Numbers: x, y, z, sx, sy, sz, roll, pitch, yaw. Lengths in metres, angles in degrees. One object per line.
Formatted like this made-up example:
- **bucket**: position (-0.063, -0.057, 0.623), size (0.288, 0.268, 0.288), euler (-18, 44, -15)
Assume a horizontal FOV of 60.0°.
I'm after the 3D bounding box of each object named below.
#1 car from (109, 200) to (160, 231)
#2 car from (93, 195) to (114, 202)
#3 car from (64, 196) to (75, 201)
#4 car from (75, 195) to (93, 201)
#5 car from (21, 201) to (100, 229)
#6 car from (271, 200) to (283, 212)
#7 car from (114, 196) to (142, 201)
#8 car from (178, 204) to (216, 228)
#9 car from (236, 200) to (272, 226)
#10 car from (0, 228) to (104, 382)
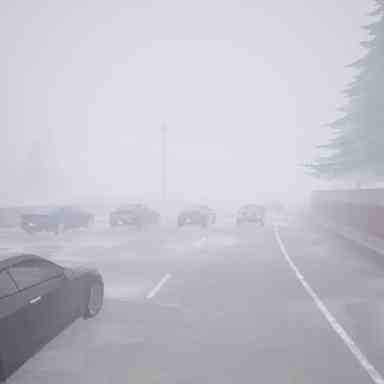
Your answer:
- **car**: position (-3.487, 1.500, 21.005), size (2.128, 1.511, 4.902), euler (0, 0, 13)
- **car**: position (-12.276, 1.353, 50.760), size (2.128, 1.511, 4.902), euler (0, 0, 23)
- **car**: position (-18.700, 1.441, 53.540), size (2.097, 1.767, 4.553), euler (0, 0, 23)
- **car**: position (-15.494, 1.241, 52.136), size (1.837, 1.490, 4.892), euler (0, 0, 23)
- **car**: position (-7.498, 1.487, 19.058), size (1.882, 1.535, 5.008), euler (0, 0, 12)
- **car**: position (9.297, 1.571, 38.289), size (1.994, 1.385, 4.181), euler (0, 0, 23)
- **car**: position (-9.058, 1.187, 49.384), size (1.994, 1.385, 4.181), euler (0, 0, 23)
- **car**: position (0.364, 1.532, 22.048), size (1.812, 1.442, 4.674), euler (0, 0, 14)
- **car**: position (4.345, 1.551, 23.680), size (2.033, 1.411, 5.357), euler (0, 0, 16)
- **car**: position (-2.791, 1.528, 4.530), size (1.812, 1.442, 4.674), euler (0, 0, 6)
